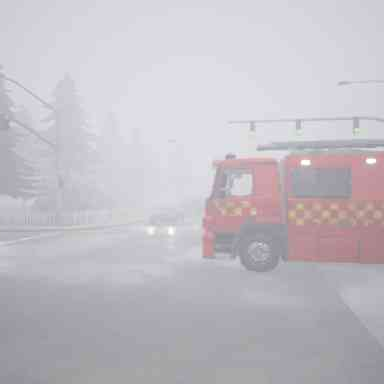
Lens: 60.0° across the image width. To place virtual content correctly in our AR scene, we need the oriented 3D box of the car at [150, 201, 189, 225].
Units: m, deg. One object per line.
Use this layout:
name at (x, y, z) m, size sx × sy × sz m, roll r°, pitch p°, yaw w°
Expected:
car at (-1.801, 1.708, 25.904) m, size 1.812 × 1.442 × 4.674 m, roll 0°, pitch 0°, yaw 11°

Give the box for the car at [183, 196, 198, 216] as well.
car at (0.068, 1.464, 35.750) m, size 2.150 × 2.045 × 5.566 m, roll 0°, pitch 0°, yaw 11°

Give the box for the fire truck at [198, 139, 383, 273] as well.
fire truck at (4.678, 0.417, 10.341) m, size 8.468 × 3.827 × 2.891 m, roll 0°, pitch 0°, yaw 10°
